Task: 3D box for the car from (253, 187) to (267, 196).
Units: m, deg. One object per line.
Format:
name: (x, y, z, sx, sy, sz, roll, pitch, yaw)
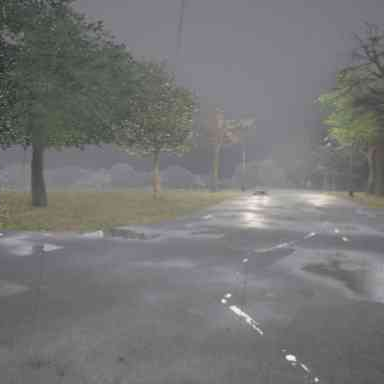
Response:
car: (9.968, -0.106, 48.376, 1.895, 1.301, 4.718, 1, 2, 14)
